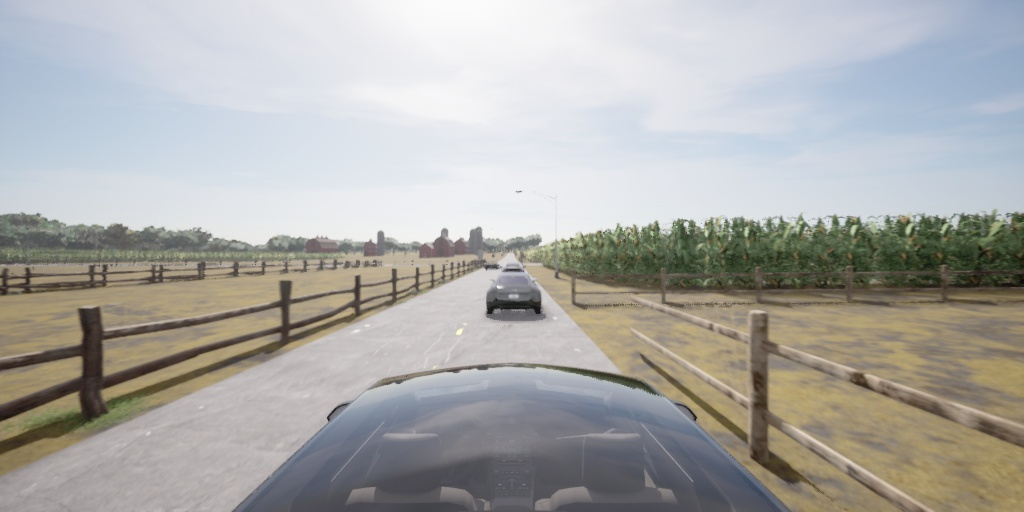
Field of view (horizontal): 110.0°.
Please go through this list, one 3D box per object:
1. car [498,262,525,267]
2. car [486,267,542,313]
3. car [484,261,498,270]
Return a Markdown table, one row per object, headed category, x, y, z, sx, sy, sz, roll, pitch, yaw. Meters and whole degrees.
| category | x | y | z | sx | sy | sz | roll | pitch | yaw |
| --- | --- | --- | --- | --- | --- | --- | --- | --- | --- |
| car | 0.075 | 1.233 | 28.972 | 1.837 | 1.490 | 4.892 | 0 | 0 | 0 |
| car | 0.073 | 1.303 | 13.926 | 1.994 | 1.385 | 4.181 | 0 | 0 | 0 |
| car | -2.826 | 1.305 | 50.271 | 1.895 | 1.301 | 4.718 | 0 | 0 | 0 |
